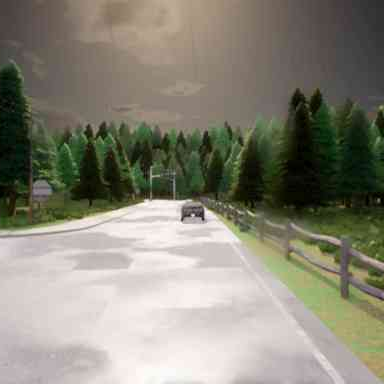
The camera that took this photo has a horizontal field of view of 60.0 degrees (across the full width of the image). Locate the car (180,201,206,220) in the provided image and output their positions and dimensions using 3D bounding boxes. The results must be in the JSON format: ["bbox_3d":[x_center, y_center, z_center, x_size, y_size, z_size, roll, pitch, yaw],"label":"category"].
[{"bbox_3d":[0.062,1.502,27.659,1.837,1.490,4.892,0,0,0],"label":"car"}]
